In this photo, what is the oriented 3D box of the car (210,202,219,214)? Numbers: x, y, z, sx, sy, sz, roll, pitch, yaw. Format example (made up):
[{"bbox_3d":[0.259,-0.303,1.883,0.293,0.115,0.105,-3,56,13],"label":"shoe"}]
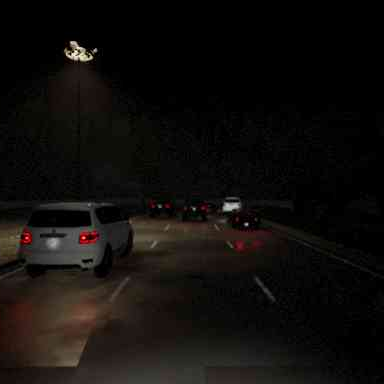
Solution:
[{"bbox_3d":[2.186,1.952,42.384,2.128,1.511,4.902,0,0,14],"label":"car"}]

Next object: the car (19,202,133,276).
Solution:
[{"bbox_3d":[-3.400,1.340,10.846,2.150,2.045,5.566,0,-1,0],"label":"car"}]

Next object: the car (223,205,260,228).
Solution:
[{"bbox_3d":[3.617,1.864,24.200,1.895,1.301,4.718,0,-1,0],"label":"car"}]

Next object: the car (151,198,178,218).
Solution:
[{"bbox_3d":[-2.911,1.607,35.549,2.150,2.045,5.566,0,-1,5],"label":"car"}]

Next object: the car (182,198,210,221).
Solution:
[{"bbox_3d":[0.295,1.557,30.789,2.150,2.045,5.566,0,0,2],"label":"car"}]

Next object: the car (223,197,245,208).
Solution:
[{"bbox_3d":[4.992,1.651,39.492,2.150,2.045,5.566,0,0,13],"label":"car"}]
